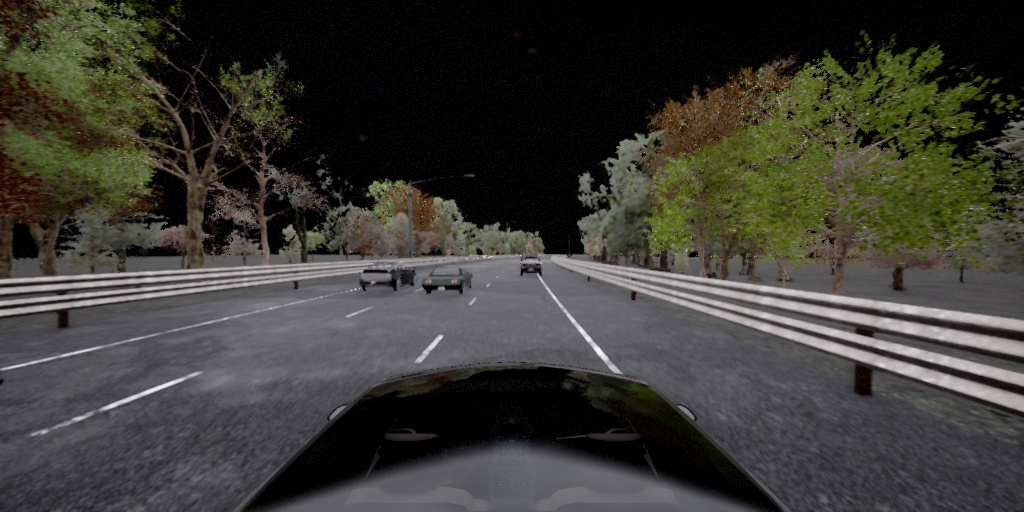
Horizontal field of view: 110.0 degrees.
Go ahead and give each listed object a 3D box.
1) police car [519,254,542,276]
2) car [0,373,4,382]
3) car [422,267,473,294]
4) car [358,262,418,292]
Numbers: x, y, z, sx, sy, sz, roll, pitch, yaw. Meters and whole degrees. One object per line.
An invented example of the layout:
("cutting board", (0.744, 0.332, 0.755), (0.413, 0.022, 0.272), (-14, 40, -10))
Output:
("police car", (1.693, 0.900, 32.405), (1.930, 1.638, 5.238), (0, 0, 2))
("car", (-6.888, 1.342, 1.986), (1.895, 1.301, 4.718), (0, 1, 0))
("car", (-3.183, 1.192, 18.684), (1.895, 1.301, 4.718), (0, 1, 1))
("car", (-6.651, 1.069, 19.753), (2.128, 1.511, 4.902), (0, 1, 1))
